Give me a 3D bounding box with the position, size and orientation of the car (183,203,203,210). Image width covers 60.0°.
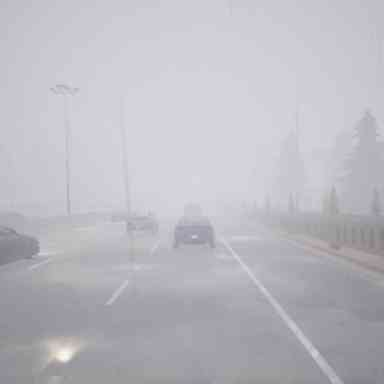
[{"bbox_3d":[0.092,2.357,39.320,2.150,2.045,5.566,0,-2,0],"label":"car"}]

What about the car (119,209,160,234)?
[{"bbox_3d":[-3.405,2.125,23.636,2.128,1.511,4.902,0,-2,0],"label":"car"}]

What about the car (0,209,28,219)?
[{"bbox_3d":[-14.094,2.180,24.889,1.837,1.490,4.892,0,-2,0],"label":"car"}]

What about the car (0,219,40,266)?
[{"bbox_3d":[-6.902,1.795,11.218,1.994,1.385,4.181,0,-2,0],"label":"car"}]

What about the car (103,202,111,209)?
[{"bbox_3d":[-17.515,2.747,70.940,1.994,1.385,4.181,0,3,0],"label":"car"}]

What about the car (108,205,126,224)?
[{"bbox_3d":[-6.907,2.448,34.150,1.882,1.535,5.008,0,-2,0],"label":"car"}]

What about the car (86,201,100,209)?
[{"bbox_3d":[-21.015,2.672,70.936,1.882,1.535,5.008,0,3,0],"label":"car"}]

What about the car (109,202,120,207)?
[{"bbox_3d":[-14.016,3.086,63.837,1.895,1.301,4.718,0,1,0],"label":"car"}]

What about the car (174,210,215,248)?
[{"bbox_3d":[0.096,1.903,17.117,1.882,1.535,5.008,0,-2,0],"label":"car"}]

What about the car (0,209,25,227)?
[{"bbox_3d":[-17.589,2.335,30.668,1.882,1.535,5.008,0,-2,0],"label":"car"}]
